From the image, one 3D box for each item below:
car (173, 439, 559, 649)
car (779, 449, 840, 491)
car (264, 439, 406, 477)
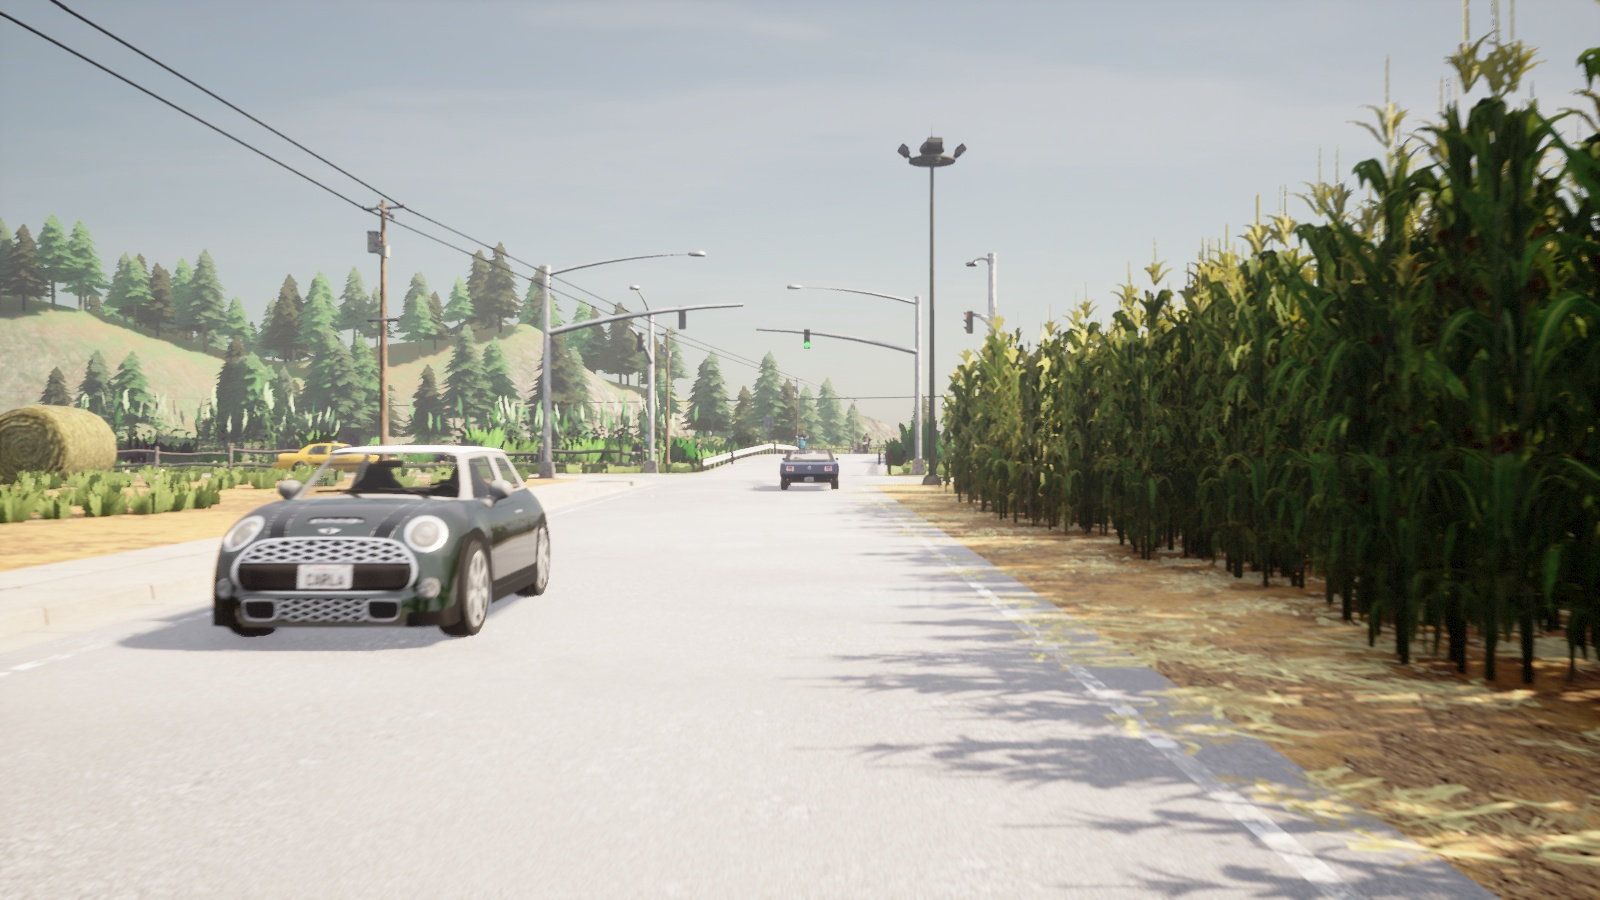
[{"bbox_3d":[-3.420,0.648,10.745,1.970,1.475,3.806,0,0,0],"label":"car"},{"bbox_3d":[0.346,0.614,41.454,1.895,1.301,4.718,0,0,1],"label":"car"},{"bbox_3d":[-19.659,0.334,53.201,5.366,1.575,1.801,0,0,3],"label":"car"}]
